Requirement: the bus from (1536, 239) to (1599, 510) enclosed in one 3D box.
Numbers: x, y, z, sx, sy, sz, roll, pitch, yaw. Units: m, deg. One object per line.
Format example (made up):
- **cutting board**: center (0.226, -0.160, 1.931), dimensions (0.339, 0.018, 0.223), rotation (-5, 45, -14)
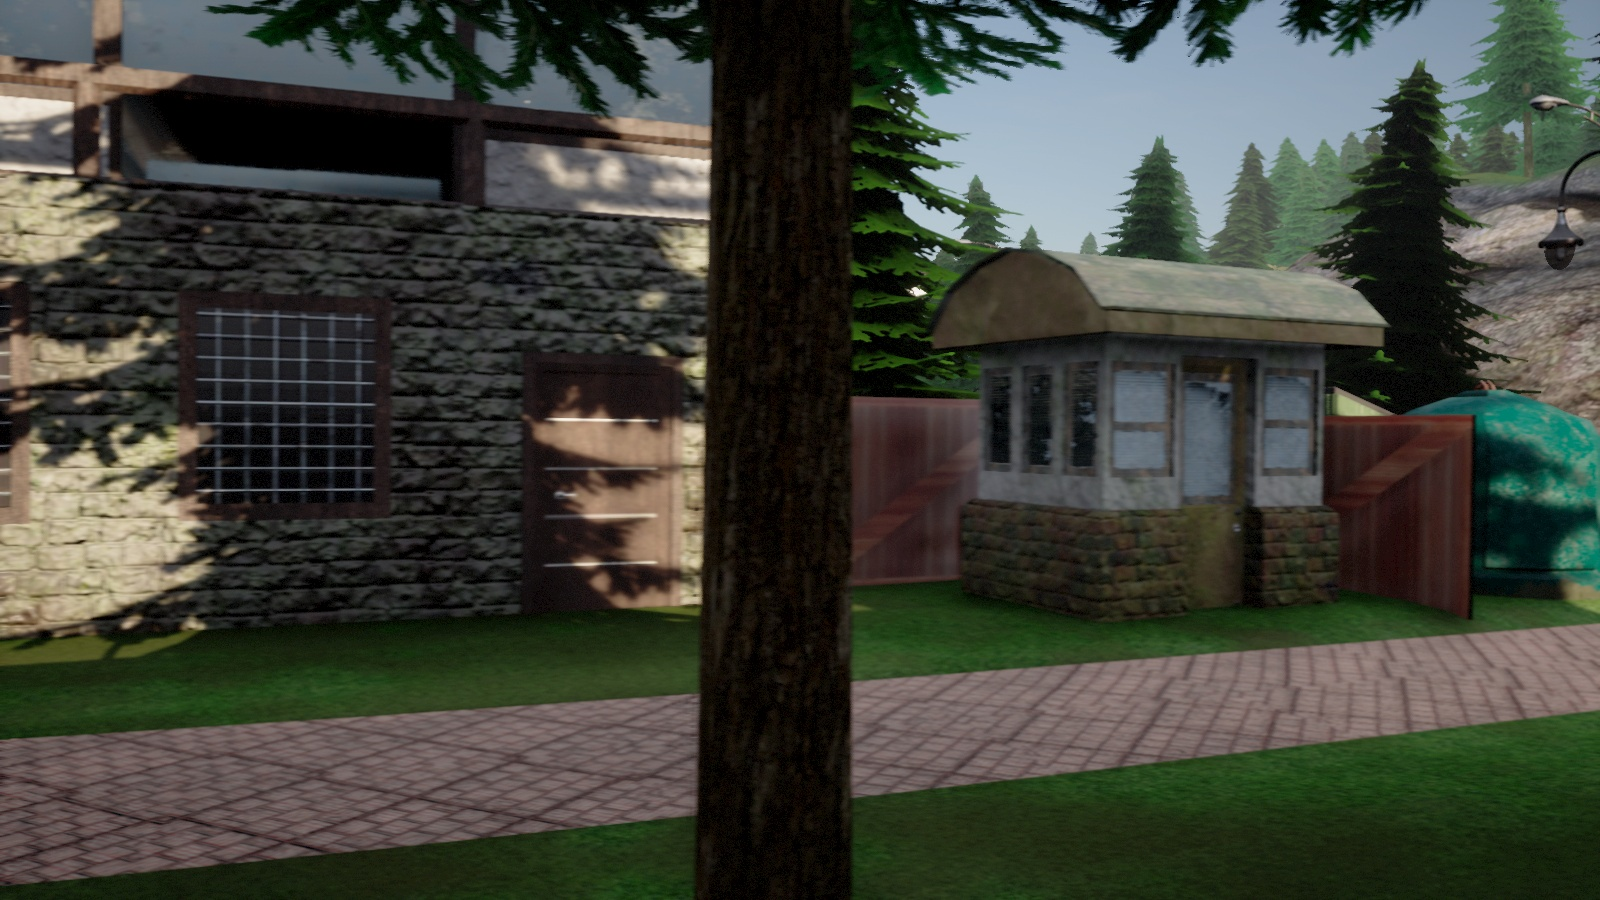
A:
- **bus**: center (16.102, -1.174, 16.858), dimensions (3.944, 4.253, 10.273), rotation (-1, 1, -26)
